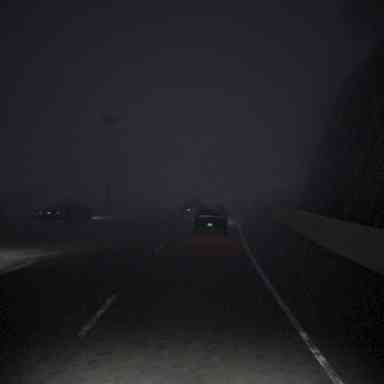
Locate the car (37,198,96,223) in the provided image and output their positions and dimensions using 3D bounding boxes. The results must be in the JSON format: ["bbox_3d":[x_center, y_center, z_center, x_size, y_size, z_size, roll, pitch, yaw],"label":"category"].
[{"bbox_3d":[-8.969,1.430,24.284,2.033,1.411,5.357,1,0,9],"label":"car"}]

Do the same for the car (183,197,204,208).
[{"bbox_3d":[0.344,1.530,50.245,1.812,1.442,4.674,0,0,18],"label":"car"}]

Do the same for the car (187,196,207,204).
[{"bbox_3d":[0.995,1.561,63.110,2.033,1.411,5.357,1,0,23],"label":"car"}]

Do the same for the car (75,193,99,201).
[{"bbox_3d":[-20.536,0.971,65.110,1.882,1.535,5.008,1,0,20],"label":"car"}]

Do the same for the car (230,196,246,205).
[{"bbox_3d":[8.746,1.467,63.065,2.097,1.767,4.553,1,0,22],"label":"car"}]

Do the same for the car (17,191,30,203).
[{"bbox_3d":[-22.900,0.912,44.570,2.150,2.045,5.566,1,0,13],"label":"car"}]

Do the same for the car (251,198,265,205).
[{"bbox_3d":[12.401,1.726,62.804,1.994,1.385,4.181,1,0,23],"label":"car"}]

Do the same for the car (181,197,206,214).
[{"bbox_3d":[0.193,1.508,35.030,1.837,1.490,4.892,0,0,12],"label":"car"}]

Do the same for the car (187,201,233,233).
[{"bbox_3d":[1.223,1.507,19.785,2.128,1.511,4.902,1,0,7],"label":"car"}]
